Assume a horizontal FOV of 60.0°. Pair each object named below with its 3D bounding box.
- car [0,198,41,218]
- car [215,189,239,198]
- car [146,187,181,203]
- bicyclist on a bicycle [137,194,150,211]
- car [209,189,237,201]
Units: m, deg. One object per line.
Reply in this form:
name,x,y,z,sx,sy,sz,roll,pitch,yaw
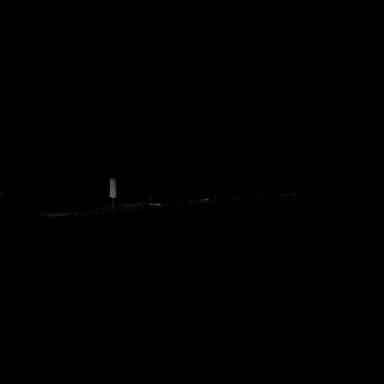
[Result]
car,-13.732,1.195,24.530,1.882,1.535,5.008,1,2,36
car,6.310,0.201,58.966,2.128,1.511,4.902,1,2,35
car,-3.709,0.347,45.020,2.150,2.045,5.566,1,2,35
bicyclist on a bicycle,-4.491,0.995,30.825,1.656,1.620,0.582,0,1,35
car,4.441,0.506,50.125,1.837,1.490,4.892,1,2,35
